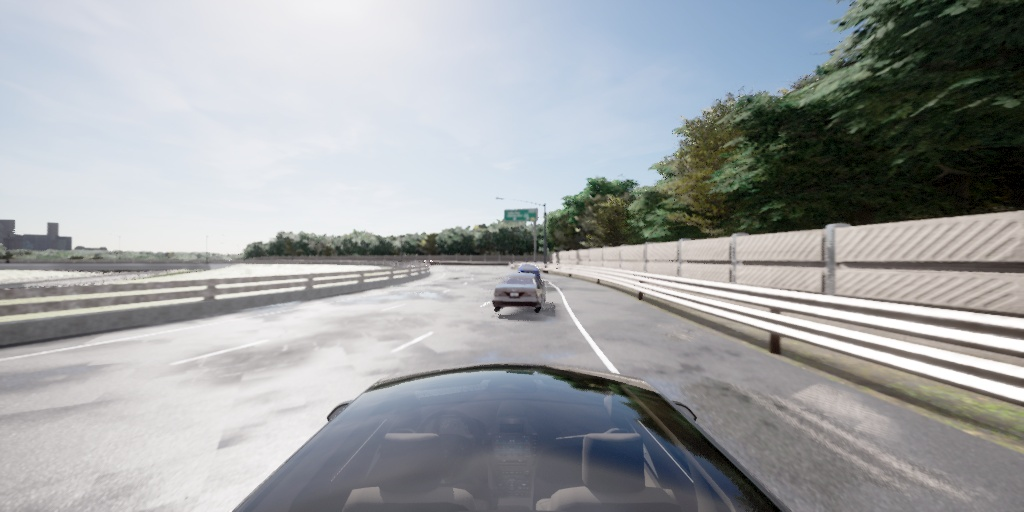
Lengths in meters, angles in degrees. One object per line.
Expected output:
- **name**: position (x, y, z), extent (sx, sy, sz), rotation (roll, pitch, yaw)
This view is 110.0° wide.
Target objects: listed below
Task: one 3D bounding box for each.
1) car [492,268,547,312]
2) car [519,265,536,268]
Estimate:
- **car**: position (0.417, 1.430, 15.125), extent (2.033, 1.411, 5.357), rotation (0, -1, 8)
- **car**: position (1.339, 1.521, 31.350), extent (1.882, 1.535, 5.008), rotation (0, -1, -1)
